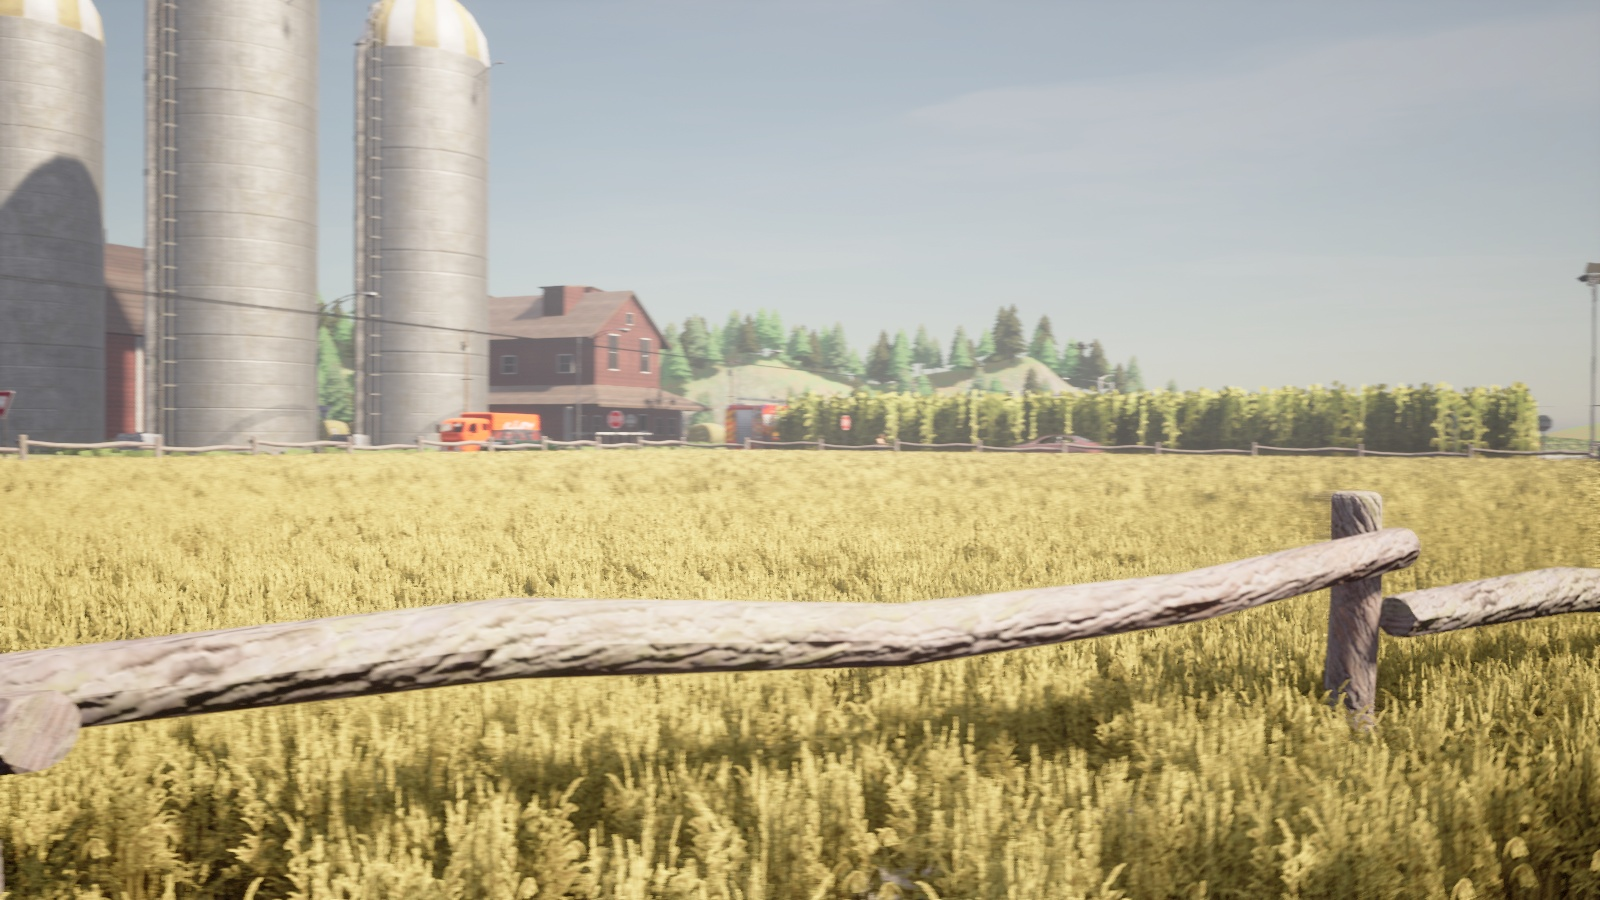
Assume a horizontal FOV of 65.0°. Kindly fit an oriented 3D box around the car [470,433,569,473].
[{"bbox_3d":[-12.968,0.105,58.352,2.097,1.767,4.553,0,1,26],"label":"car"}]

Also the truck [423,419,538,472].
[{"bbox_3d":[-15.470,-0.242,61.167,2.627,2.467,5.204,0,1,27],"label":"truck"}]

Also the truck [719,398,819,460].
[{"bbox_3d":[-1.898,-1.359,81.528,2.891,3.827,8.468,0,1,26],"label":"truck"}]

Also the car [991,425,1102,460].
[{"bbox_3d":[12.202,-0.373,62.212,5.027,1.651,2.152,-1,1,26],"label":"car"}]
